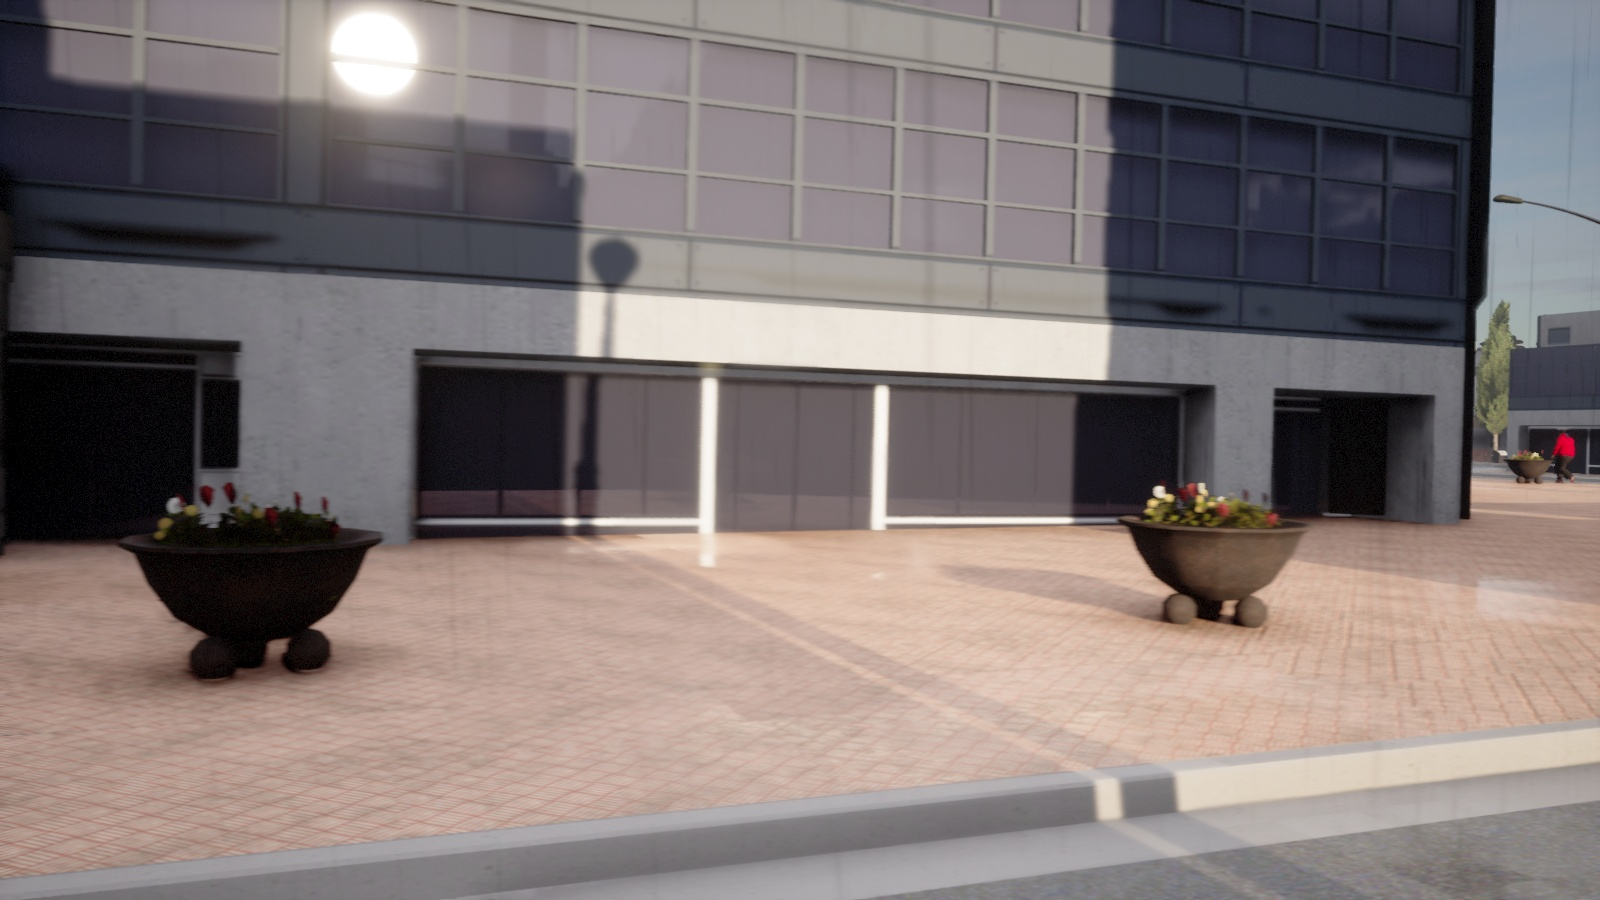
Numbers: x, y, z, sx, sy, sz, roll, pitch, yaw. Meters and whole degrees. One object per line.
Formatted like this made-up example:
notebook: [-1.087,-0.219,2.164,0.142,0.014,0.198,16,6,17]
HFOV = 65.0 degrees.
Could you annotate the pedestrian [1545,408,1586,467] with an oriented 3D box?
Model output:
pedestrian: [24.248,-0.385,39.786,0.634,1.844,0.899,0,1,-21]
